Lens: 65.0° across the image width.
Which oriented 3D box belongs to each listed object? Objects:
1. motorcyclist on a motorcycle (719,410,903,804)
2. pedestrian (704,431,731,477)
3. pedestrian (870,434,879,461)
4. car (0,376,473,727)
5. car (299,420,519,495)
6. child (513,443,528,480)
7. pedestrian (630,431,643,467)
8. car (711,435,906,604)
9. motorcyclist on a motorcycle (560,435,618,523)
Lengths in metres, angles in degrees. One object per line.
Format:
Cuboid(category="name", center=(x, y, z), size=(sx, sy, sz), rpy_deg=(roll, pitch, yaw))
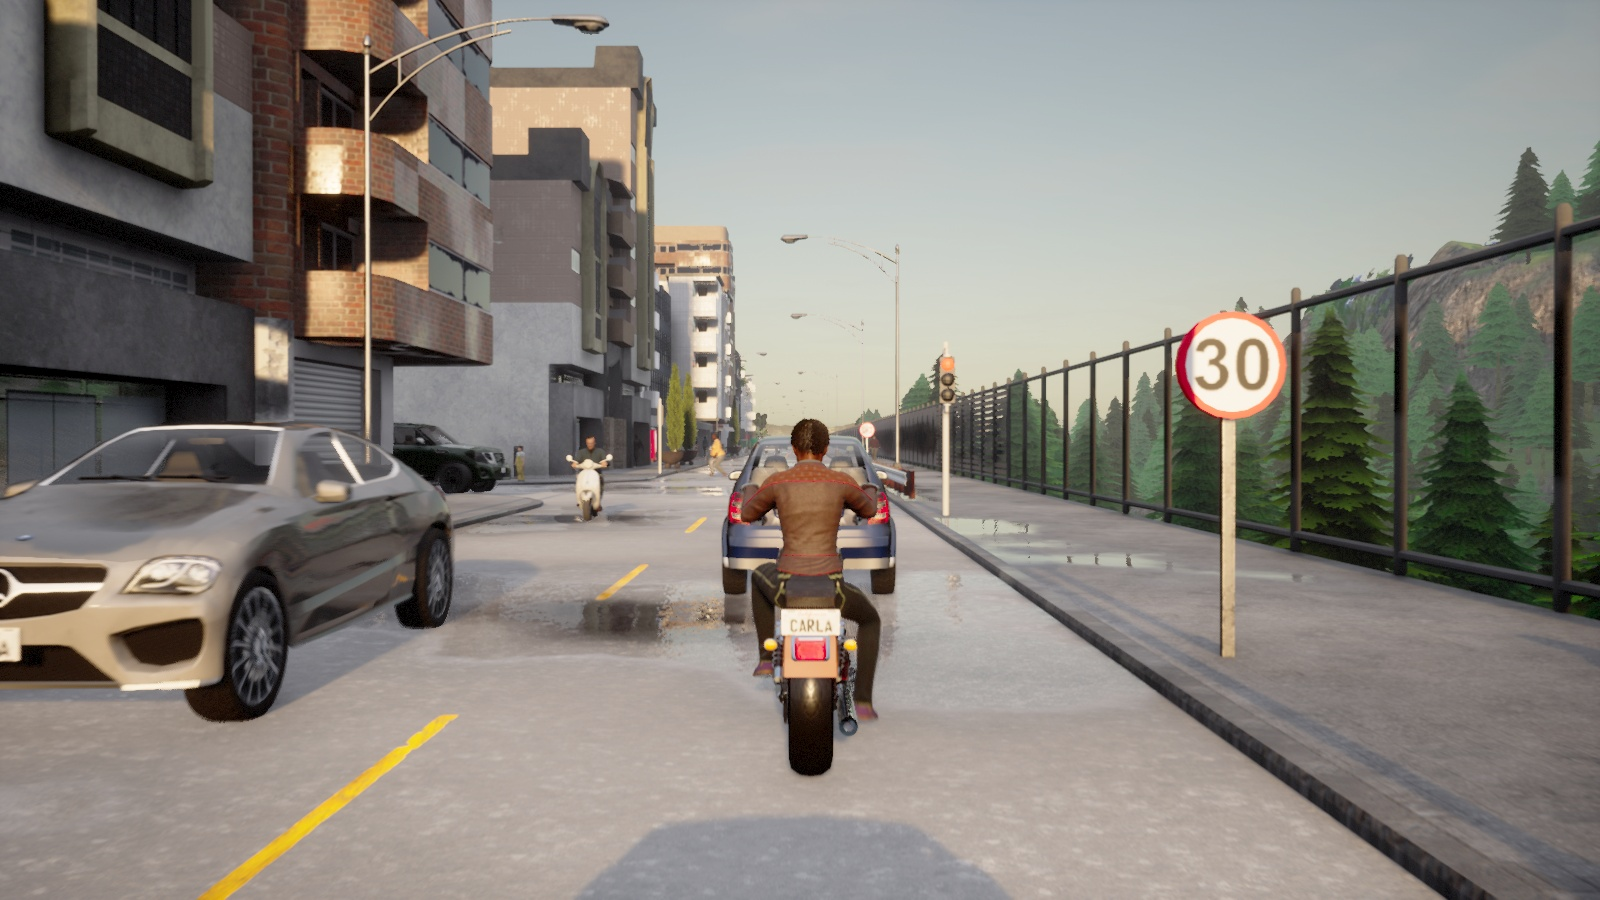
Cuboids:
Cuboid(category="motorcyclist on a motorcycle", center=(0.050, 0.648, 6.424), size=(0.766, 1.649, 2.350), rpy_deg=(0, 0, 0))
Cuboid(category="pedestrian", center=(-3.369, 0.165, 51.201), size=(0.900, 1.855, 0.874), rpy_deg=(0, 0, -19))
Cuboid(category="pedestrian", center=(5.172, -0.190, 87.514), size=(0.634, 1.844, 0.899), rpy_deg=(0, 0, 2))
Cuboid(category="car", center=(-3.937, 0.459, 8.431), size=(2.152, 1.651, 5.027), rpy_deg=(0, 0, 0))
Cuboid(category="car", center=(-11.055, 0.191, 35.688), size=(5.566, 2.045, 2.150), rpy_deg=(0, 0, 8))
Cuboid(category="child", center=(-9.640, 0.404, 43.303), size=(0.270, 1.263, 0.437), rpy_deg=(0, 1, 32))
Cuboid(category="pedestrian", center=(-8.756, -0.051, 67.329), size=(0.563, 1.883, 0.849), rpy_deg=(0, 0, 1))
Cuboid(category="car", center=(0.089, 0.625, 13.379), size=(1.789, 1.549, 3.705), rpy_deg=(0, 0, 0))
Cuboid(category="motorcyclist on a motorcycle", center=(-3.980, 0.519, 23.829), size=(0.866, 1.590, 1.817), rpy_deg=(0, 0, -3))
